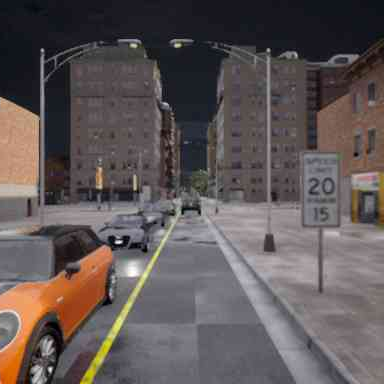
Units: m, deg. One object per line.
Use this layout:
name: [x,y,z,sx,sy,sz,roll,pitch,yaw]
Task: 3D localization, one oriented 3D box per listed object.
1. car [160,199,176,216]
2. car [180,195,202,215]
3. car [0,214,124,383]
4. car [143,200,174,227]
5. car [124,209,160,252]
car: [-2.746,1.526,34.210,2.097,1.767,4.553,0,0,0]
car: [-0.108,1.401,36.596,2.150,2.045,5.566,0,0,0]
car: [-2.657,1.387,5.162,2.097,1.767,4.553,0,0,1]
car: [-2.723,1.618,23.955,2.128,1.511,4.902,0,0,0]
car: [-2.675,1.642,14.096,1.994,1.385,4.181,0,0,-1]
